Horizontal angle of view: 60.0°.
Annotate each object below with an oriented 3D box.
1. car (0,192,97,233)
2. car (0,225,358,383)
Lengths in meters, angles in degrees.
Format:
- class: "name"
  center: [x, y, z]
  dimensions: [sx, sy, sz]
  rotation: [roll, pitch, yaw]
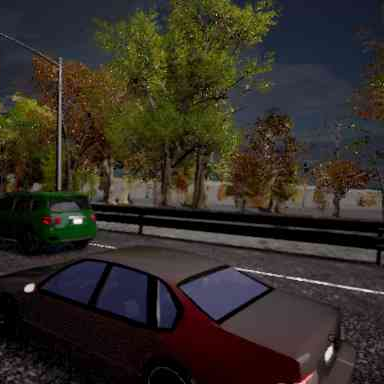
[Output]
- class: "car"
  center: [-5.948, 1.015, 12.535]
  dimensions: [5.566, 2.045, 2.150]
  rotation: [1, 1, 36]
- class: "car"
  center: [-0.774, 1.493, 4.541]
  dimensions: [5.357, 1.411, 2.033]
  rotation: [1, 1, 36]
